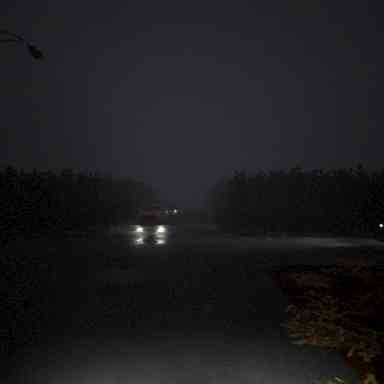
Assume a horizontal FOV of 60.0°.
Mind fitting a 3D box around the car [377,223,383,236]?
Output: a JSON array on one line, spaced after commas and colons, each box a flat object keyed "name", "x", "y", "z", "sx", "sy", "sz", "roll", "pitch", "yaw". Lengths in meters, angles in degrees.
[{"name": "car", "x": 11.562, "y": 1.759, "z": 15.846, "sx": 4.718, "sy": 1.301, "sz": 1.895, "roll": 0, "pitch": -1, "yaw": 0}]

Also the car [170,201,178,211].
[{"name": "car", "x": -3.131, "y": 2.071, "z": 50.880, "sx": 2.033, "sy": 1.411, "sz": 5.357, "roll": 0, "pitch": -2, "yaw": 0}]

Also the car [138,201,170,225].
[{"name": "car", "x": -3.120, "y": 1.724, "z": 26.697, "sx": 1.882, "sy": 1.535, "sz": 5.008, "roll": 0, "pitch": 0, "yaw": 0}]
